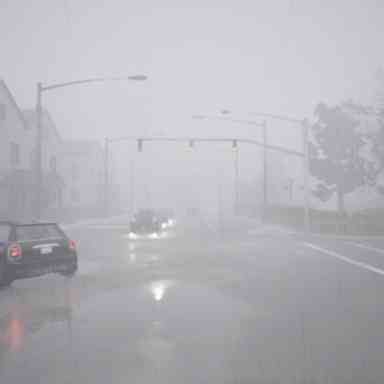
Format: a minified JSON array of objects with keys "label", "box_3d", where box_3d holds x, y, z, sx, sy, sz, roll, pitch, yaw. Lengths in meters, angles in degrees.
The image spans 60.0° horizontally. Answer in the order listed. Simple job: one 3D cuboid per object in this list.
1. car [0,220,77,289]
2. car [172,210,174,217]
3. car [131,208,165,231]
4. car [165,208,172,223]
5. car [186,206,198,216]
[{"label":"car","box_3d":[-5.531,1.632,10.173,4.553,1.767,2.097,-2,-2,39]},{"label":"car","box_3d":[-3.604,2.997,47.385,1.895,1.301,4.718,0,-2,0]},{"label":"car","box_3d":[-3.628,2.164,27.082,2.097,1.767,4.553,0,-2,0]},{"label":"car","box_3d":[-3.630,2.606,37.126,1.837,1.490,4.892,0,-2,0]},{"label":"car","box_3d":[0.036,3.078,53.995,1.837,1.490,4.892,0,-2,0]}]
